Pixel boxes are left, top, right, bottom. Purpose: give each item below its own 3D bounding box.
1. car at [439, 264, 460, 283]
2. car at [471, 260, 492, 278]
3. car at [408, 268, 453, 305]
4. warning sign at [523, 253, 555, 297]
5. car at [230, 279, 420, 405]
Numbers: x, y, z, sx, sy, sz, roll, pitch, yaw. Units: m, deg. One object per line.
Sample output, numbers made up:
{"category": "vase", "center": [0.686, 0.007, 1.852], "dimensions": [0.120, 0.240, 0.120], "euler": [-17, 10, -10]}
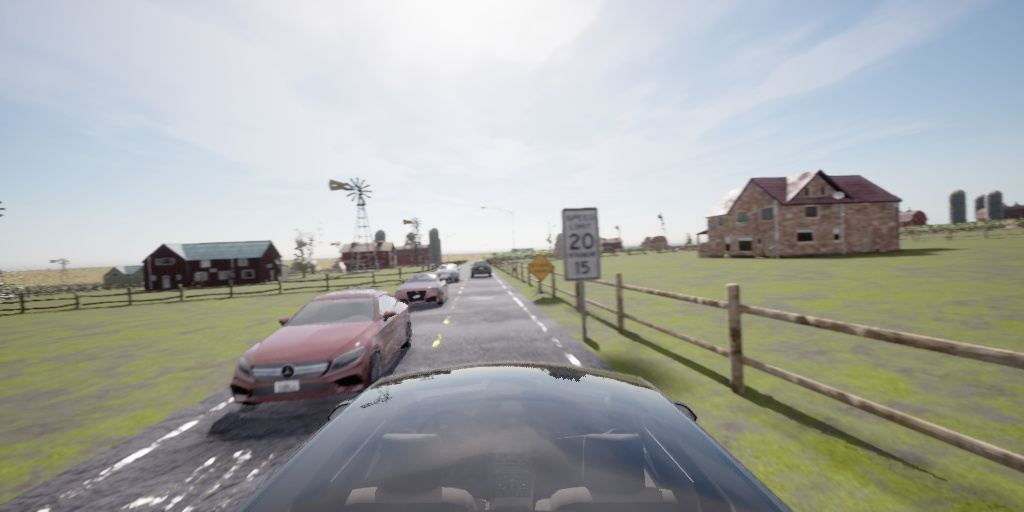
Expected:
{"category": "car", "center": [-5.463, 1.473, 30.783], "dimensions": [2.128, 1.511, 4.902], "euler": [-3, 0, -5]}
{"category": "car", "center": [-3.225, 1.230, 37.457], "dimensions": [2.097, 1.767, 4.553], "euler": [-3, 0, -5]}
{"category": "car", "center": [-4.094, 1.489, 16.754], "dimensions": [1.994, 1.385, 4.181], "euler": [-3, 0, -5]}
{"category": "warning sign", "center": [1.314, 0.795, 15.950], "dimensions": [1.300, 1.860, 1.060], "euler": [0, 0, -6]}
{"category": "car", "center": [-3.128, 1.414, 6.889], "dimensions": [1.812, 1.442, 4.674], "euler": [-3, 0, -6]}
